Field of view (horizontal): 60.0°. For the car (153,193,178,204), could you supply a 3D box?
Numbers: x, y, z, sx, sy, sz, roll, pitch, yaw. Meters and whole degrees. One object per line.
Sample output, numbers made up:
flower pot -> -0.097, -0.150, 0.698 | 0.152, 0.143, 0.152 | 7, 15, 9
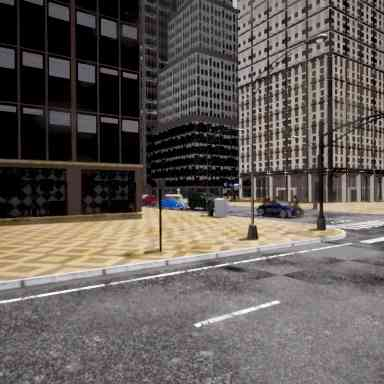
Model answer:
car -> -4.745, 1.036, 57.947 | 2.192, 1.841, 5.009 | 0, 0, -34

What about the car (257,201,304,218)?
car -> 7.672, 1.479, 29.153 | 1.994, 1.385, 4.181 | -1, 1, -34

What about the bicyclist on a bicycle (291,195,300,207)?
bicyclist on a bicycle -> 11.979, 1.118, 38.388 | 1.656, 1.620, 0.582 | -1, 1, -34

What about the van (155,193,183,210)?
van -> -2.408, 1.211, 39.484 | 1.690, 1.788, 3.998 | 0, 0, -34

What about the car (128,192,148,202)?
car -> -10.936, 0.982, 67.135 | 2.192, 1.841, 5.009 | 0, 0, -34

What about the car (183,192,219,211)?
car -> 1.672, 1.083, 38.053 | 2.150, 2.045, 5.566 | -1, 1, -34

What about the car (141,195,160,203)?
car -> -7.840, 1.239, 62.542 | 1.887, 1.381, 4.507 | 0, 0, -34

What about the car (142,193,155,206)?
car -> -5.891, 1.326, 49.319 | 1.812, 1.442, 4.674 | -1, 1, -34
